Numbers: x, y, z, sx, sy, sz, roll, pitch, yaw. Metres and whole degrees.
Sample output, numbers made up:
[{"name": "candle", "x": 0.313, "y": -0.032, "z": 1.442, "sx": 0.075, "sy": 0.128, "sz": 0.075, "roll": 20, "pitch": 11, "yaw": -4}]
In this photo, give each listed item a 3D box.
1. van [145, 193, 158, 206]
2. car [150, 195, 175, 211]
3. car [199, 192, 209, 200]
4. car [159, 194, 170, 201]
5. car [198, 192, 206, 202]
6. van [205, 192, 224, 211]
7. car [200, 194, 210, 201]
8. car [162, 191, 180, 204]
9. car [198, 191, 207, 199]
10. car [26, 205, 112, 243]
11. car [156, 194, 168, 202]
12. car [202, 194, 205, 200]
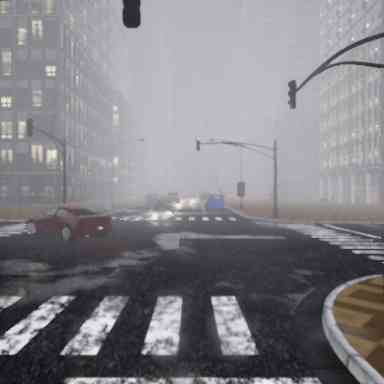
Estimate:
[{"name": "van", "x": -5.785, "y": 1.055, "z": 48.231, "sx": 1.690, "sy": 1.788, "sz": 3.998, "roll": 0, "pitch": 0, "yaw": 0}, {"name": "car", "x": -3.233, "y": 1.379, "z": 37.382, "sx": 1.895, "sy": 1.301, "sz": 4.718, "roll": 0, "pitch": 0, "yaw": 0}, {"name": "car", "x": 2.691, "y": 0.862, "z": 75.898, "sx": 2.192, "sy": 1.841, "sz": 5.009, "roll": 0, "pitch": 0, "yaw": 0}, {"name": "car", "x": -5.709, "y": 1.132, "z": 70.388, "sx": 2.008, "sy": 1.369, "sz": 4.403, "roll": 0, "pitch": 0, "yaw": 0}, {"name": "car", "x": 2.653, "y": 0.929, "z": 64.819, "sx": 2.192, "sy": 1.841, "sz": 5.009, "roll": 0, "pitch": 0, "yaw": 0}, {"name": "van", "x": 2.671, "y": 1.120, "z": 37.128, "sx": 1.690, "sy": 1.788, "sz": 3.998, "roll": 0, "pitch": 0, "yaw": 0}, {"name": "car", "x": 2.671, "y": 1.126, "z": 70.360, "sx": 1.887, "sy": 1.381, "sz": 4.507, "roll": 0, "pitch": 0, "yaw": 0}, {"name": "car", "x": -3.148, "y": 0.897, "z": 54.432, "sx": 2.150, "sy": 2.045, "sz": 5.566, "roll": 0, "pitch": 1, "yaw": 0}, {"name": "car", "x": 2.730, "y": 0.795, "z": 86.977, "sx": 2.192, "sy": 1.841, "sz": 5.009, "roll": 0, "pitch": 0, "yaw": 0}, {"name": "car", "x": -5.891, "y": 1.368, "z": 15.734, "sx": 5.008, "sy": 1.535, "sz": 1.882, "roll": 1, "pitch": -1, "yaw": 37}, {"name": "car", "x": -5.729, "y": 1.180, "z": 64.849, "sx": 1.947, "sy": 1.339, "sz": 4.313, "roll": 0, "pitch": 0, "yaw": 0}, {"name": "car", "x": 2.599, "y": 1.291, "z": 42.667, "sx": 1.887, "sy": 1.381, "sz": 4.507, "roll": 0, "pitch": 0, "yaw": 0}]
